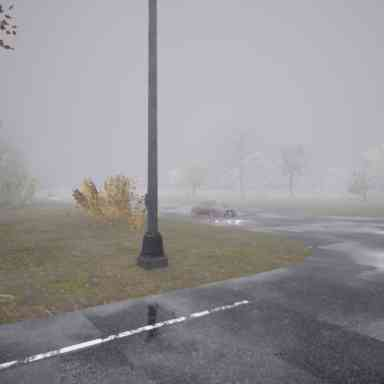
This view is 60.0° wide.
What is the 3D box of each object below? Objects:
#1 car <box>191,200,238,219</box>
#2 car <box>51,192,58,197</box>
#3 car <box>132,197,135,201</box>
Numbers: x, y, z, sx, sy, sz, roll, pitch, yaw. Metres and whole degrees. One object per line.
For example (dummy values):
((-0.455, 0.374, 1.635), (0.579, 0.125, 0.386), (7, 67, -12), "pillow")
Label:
((1.747, 1.385, 26.909), (1.994, 1.385, 4.181), (-1, 1, -35), "car")
((-33.926, 0.585, 80.831), (1.994, 1.385, 4.181), (-1, 1, -28), "car")
((-11.726, 0.823, 58.260), (1.882, 1.535, 5.008), (-1, 1, -35), "car")
